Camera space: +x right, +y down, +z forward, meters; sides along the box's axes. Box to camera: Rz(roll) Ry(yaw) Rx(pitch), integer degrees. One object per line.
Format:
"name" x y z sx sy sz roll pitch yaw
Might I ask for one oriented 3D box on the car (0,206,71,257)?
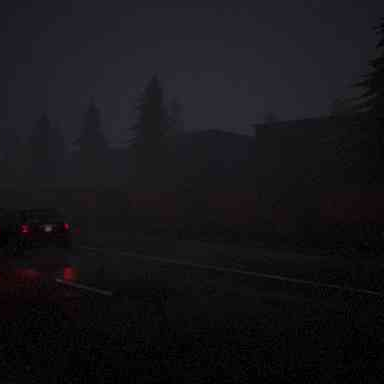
"car" -6.838 1.342 13.100 4.553 1.767 2.097 0 0 36
